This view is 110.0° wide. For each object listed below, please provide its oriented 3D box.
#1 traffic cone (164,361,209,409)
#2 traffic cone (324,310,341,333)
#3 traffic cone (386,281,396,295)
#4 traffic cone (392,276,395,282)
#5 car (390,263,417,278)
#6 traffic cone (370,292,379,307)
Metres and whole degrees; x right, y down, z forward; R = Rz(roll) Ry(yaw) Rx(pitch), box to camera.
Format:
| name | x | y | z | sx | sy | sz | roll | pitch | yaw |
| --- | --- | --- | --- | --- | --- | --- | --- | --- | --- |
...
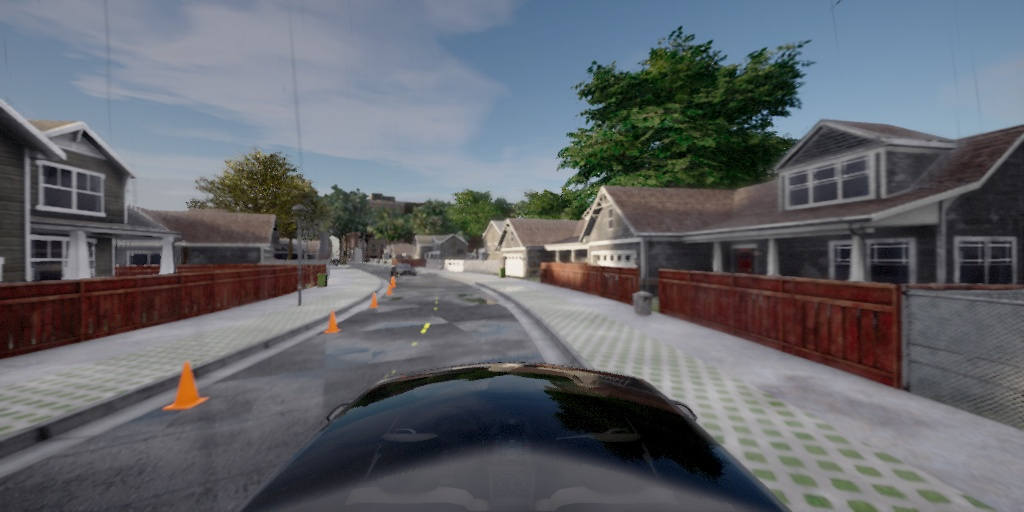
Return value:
| name | x | y | z | sx | sy | sz | roll | pitch | yaw |
| --- | --- | --- | --- | --- | --- | --- | --- | --- | --- |
| traffic cone | -4.478 | 1.746 | 4.943 | 0.340 | 0.580 | 0.340 | 0 | 0 | -3 |
| traffic cone | -4.883 | 1.759 | 9.772 | 0.340 | 0.580 | 0.340 | 0 | 0 | -7 |
| traffic cone | -6.584 | 1.790 | 19.308 | 0.340 | 0.580 | 0.340 | 0 | 0 | -14 |
| traffic cone | -7.875 | 1.808 | 23.980 | 0.340 | 0.580 | 0.340 | 0 | 0 | -17 |
| car | -11.161 | 1.461 | 36.795 | 1.994 | 1.385 | 4.181 | 0 | 0 | -29 |
| traffic cone | -5.586 | 1.774 | 14.567 | 0.340 | 0.580 | 0.340 | 0 | 0 | -10 |
